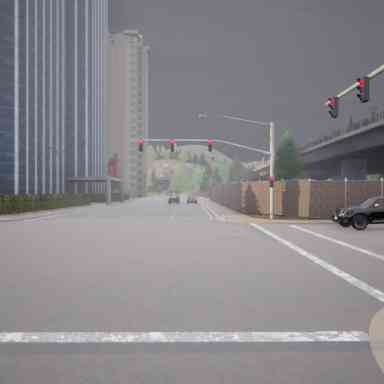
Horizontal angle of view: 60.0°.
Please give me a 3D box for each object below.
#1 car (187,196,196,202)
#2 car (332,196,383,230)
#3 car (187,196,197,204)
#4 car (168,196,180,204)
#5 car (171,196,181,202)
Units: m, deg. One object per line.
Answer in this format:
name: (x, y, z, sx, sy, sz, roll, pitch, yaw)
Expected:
car: (-0.104, 1.595, 74.547, 1.895, 1.301, 4.718, 0, 0, 0)
car: (11.816, 1.277, 20.920, 5.566, 2.045, 2.150, 0, 0, 0)
car: (0.009, 1.564, 64.585, 1.994, 1.385, 4.181, 0, 0, 0)
car: (-3.492, 1.478, 64.188, 1.882, 1.535, 5.008, 0, 0, 0)
car: (-3.603, 1.540, 74.406, 2.033, 1.411, 5.357, 0, 0, 0)
